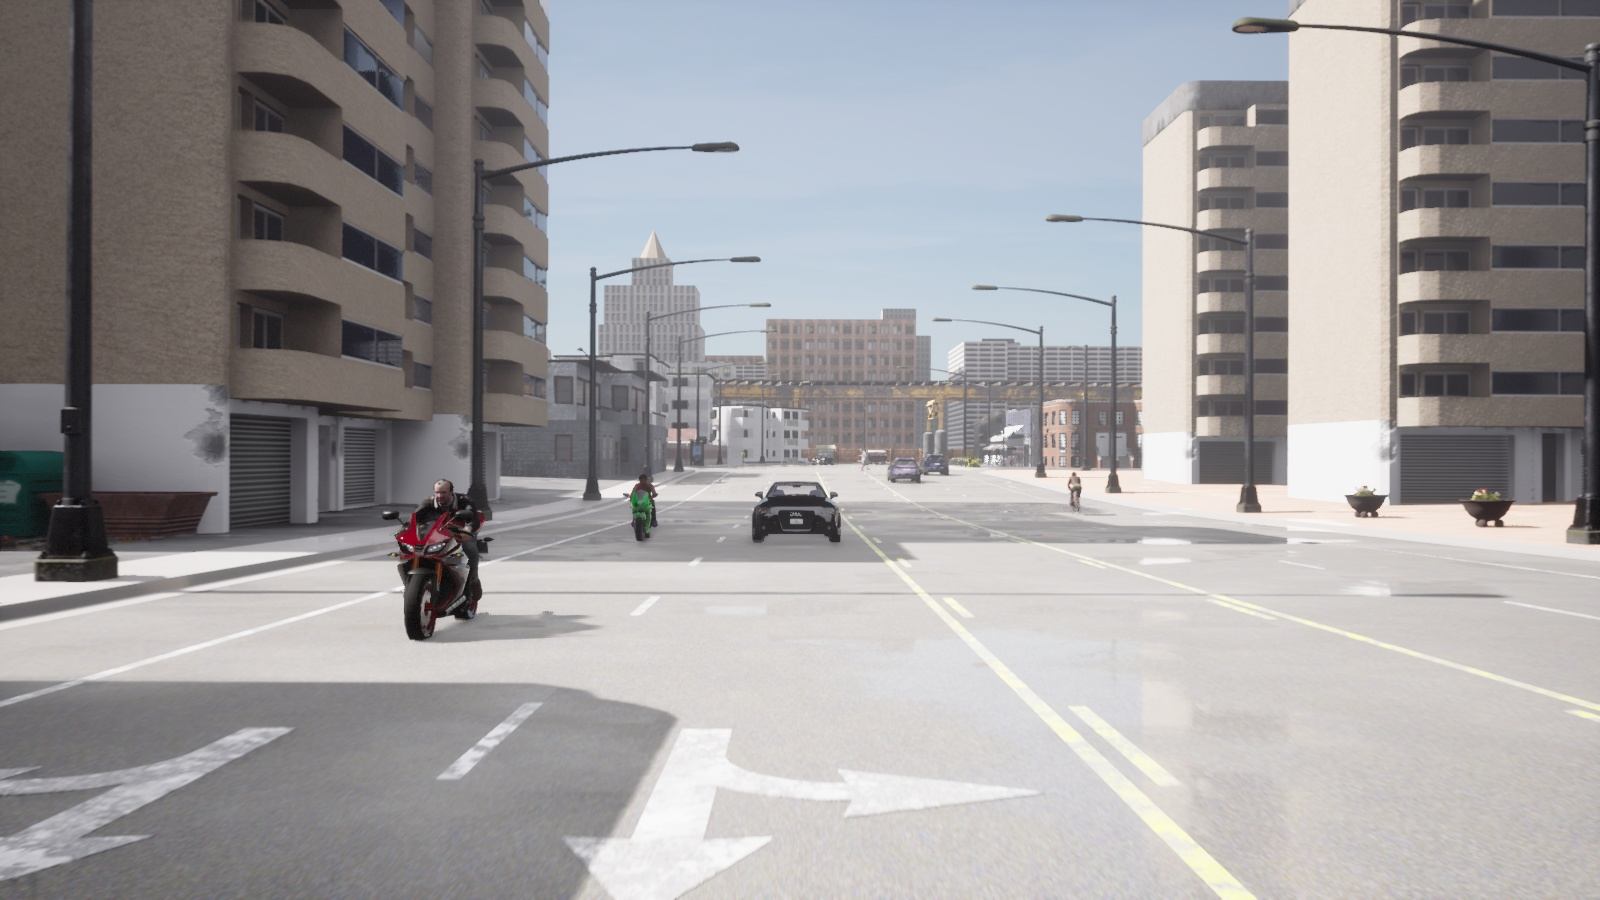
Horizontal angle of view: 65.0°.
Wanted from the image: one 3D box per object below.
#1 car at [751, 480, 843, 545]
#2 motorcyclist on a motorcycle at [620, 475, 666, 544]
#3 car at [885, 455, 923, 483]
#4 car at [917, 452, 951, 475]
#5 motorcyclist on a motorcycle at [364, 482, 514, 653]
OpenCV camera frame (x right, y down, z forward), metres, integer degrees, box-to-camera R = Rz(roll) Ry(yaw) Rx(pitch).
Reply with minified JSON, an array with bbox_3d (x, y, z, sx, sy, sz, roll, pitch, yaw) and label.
[{"bbox_3d":[-0.071,1.421,29.521,1.994,1.385,4.181,0,-1,0],"label":"car"},{"bbox_3d":[-3.569,1.339,28.744,0.797,1.523,2.044,0,-1,0],"label":"motorcyclist on a motorcycle"},{"bbox_3d":[6.798,1.213,82.517,2.033,1.649,4.856,0,1,0],"label":"car"},{"bbox_3d":[10.263,1.003,96.315,2.033,1.649,4.856,0,1,0],"label":"car"},{"bbox_3d":[-3.530,1.091,12.499,0.866,1.530,2.191,0,-1,0],"label":"motorcyclist on a motorcycle"}]
